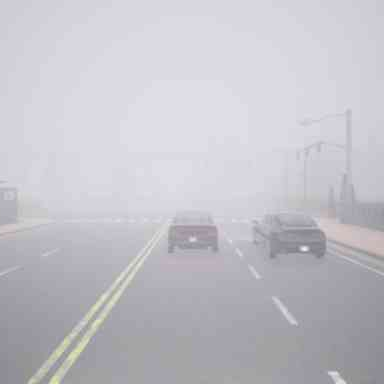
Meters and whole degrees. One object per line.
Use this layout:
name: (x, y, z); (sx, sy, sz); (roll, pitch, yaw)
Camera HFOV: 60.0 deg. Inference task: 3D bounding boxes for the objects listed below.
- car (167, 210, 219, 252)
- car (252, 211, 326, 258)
car: (0.053, 1.486, 13.922); (1.882, 1.535, 5.008); (0, 0, 0)
car: (3.545, 1.514, 12.823); (1.837, 1.490, 4.892); (0, 0, 1)
